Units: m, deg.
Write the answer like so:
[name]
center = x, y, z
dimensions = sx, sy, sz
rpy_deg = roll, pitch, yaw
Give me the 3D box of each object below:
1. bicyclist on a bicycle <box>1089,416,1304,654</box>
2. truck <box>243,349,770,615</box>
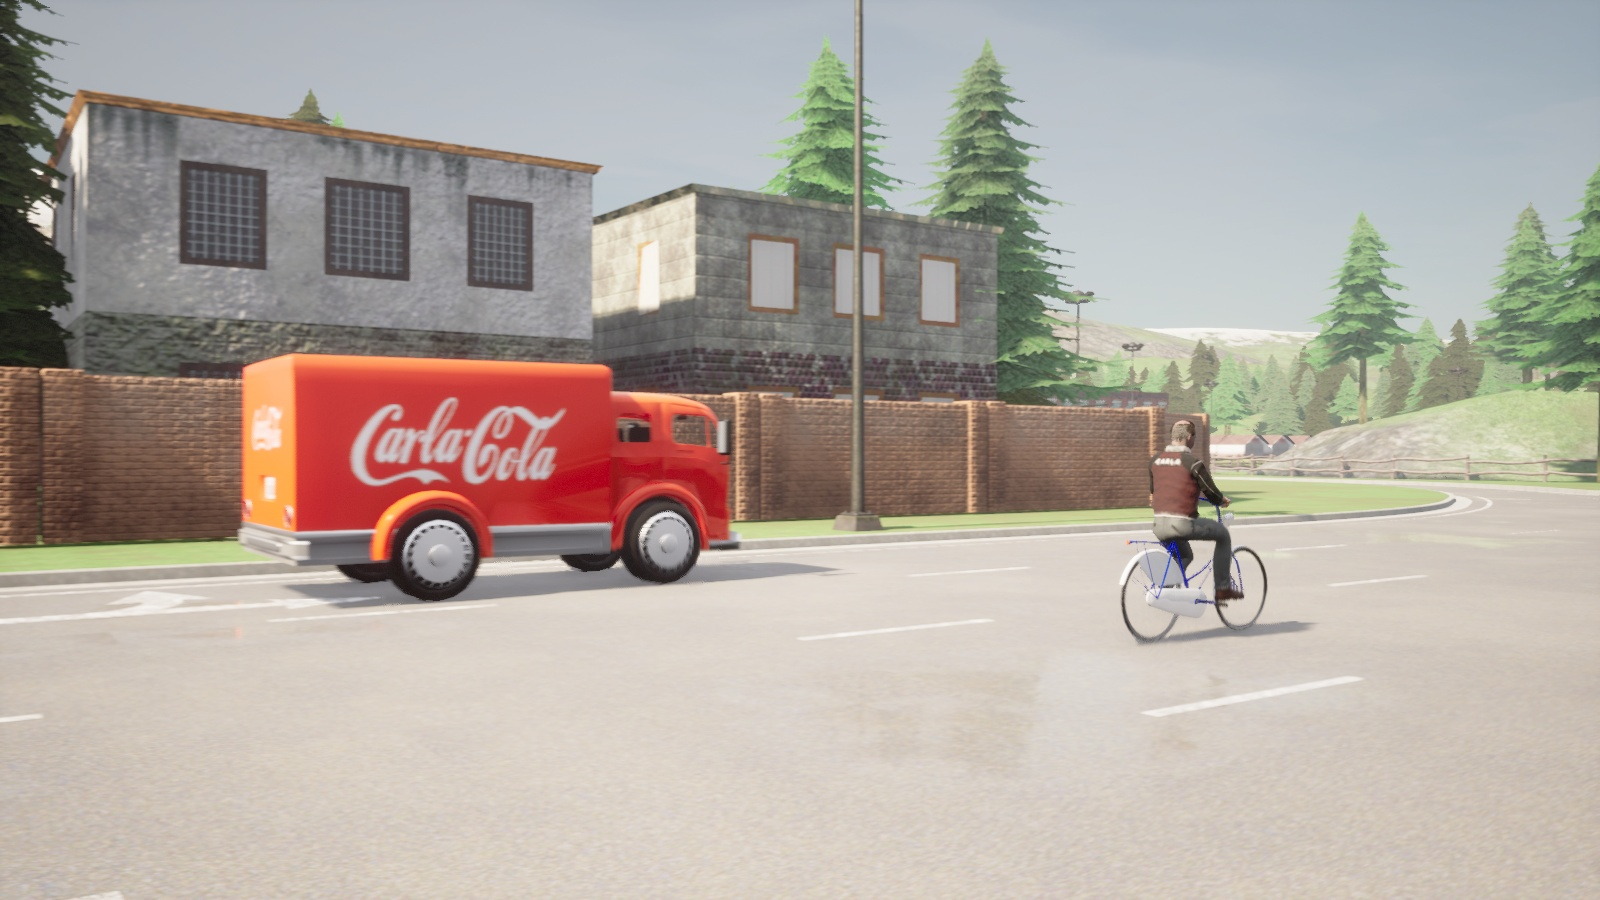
[bicyclist on a bicycle]
center = 3.235, 0.633, 10.176
dimensions = 1.843, 1.776, 0.659
rpy_deg = 0, 0, -35
[truck]
center = -3.235, 0.300, 14.202
dimensions = 5.204, 2.467, 2.627
rpy_deg = 0, 0, -35
